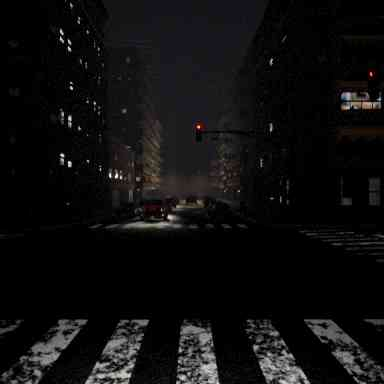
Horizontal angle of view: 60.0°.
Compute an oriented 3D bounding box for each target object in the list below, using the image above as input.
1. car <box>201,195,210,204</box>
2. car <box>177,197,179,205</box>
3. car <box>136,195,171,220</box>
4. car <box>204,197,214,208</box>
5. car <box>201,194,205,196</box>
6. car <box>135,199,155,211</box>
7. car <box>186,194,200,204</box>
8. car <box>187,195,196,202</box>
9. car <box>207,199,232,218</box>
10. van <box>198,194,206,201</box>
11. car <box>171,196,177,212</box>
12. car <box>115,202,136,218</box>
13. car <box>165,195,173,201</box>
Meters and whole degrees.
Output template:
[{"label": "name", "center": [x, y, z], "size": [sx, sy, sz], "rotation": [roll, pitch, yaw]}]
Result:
[{"label": "car", "center": [2.606, 1.553, 46.954], "size": [1.887, 1.381, 4.507], "rotation": [0, 0, 0]}, {"label": "car", "center": [-3.165, 1.534, 46.719], "size": [1.812, 1.442, 4.674], "rotation": [0, 0, 0]}, {"label": "car", "center": [-3.087, 1.353, 27.630], "size": [2.097, 1.767, 4.553], "rotation": [0, 0, -2]}, {"label": "car", "center": [2.625, 1.569, 35.907], "size": [1.947, 1.339, 4.313], "rotation": [0, 0, 0]}, {"label": "car", "center": [3.048, 1.542, 60.952], "size": [1.812, 1.442, 4.674], "rotation": [0, 0, 0]}, {"label": "car", "center": [-5.766, 1.571, 41.429], "size": [1.947, 1.339, 4.313], "rotation": [0, 0, 0]}, {"label": "car", "center": [-0.103, 1.368, 61.437], "size": [2.097, 1.767, 4.553], "rotation": [0, 0, 0]}, {"label": "car", "center": [-0.115, 1.407, 69.840], "size": [1.994, 1.385, 4.181], "rotation": [0, 0, 0]}, {"label": "car", "center": [2.634, 1.583, 30.383], "size": [1.802, 1.307, 4.206], "rotation": [0, 0, 0]}, {"label": "van", "center": [2.540, 1.376, 85.618], "size": [1.690, 1.788, 3.998], "rotation": [-1, 0, 0]}, {"label": "car", "center": [-3.159, 1.495, 36.736], "size": [2.128, 1.511, 4.902], "rotation": [0, 0, 0]}, {"label": "car", "center": [-5.747, 1.567, 30.381], "size": [1.947, 1.339, 4.313], "rotation": [0, 0, 0]}, {"label": "car", "center": [-5.839, 1.560, 85.447], "size": [1.752, 1.417, 4.829], "rotation": [0, 0, 0]}]
